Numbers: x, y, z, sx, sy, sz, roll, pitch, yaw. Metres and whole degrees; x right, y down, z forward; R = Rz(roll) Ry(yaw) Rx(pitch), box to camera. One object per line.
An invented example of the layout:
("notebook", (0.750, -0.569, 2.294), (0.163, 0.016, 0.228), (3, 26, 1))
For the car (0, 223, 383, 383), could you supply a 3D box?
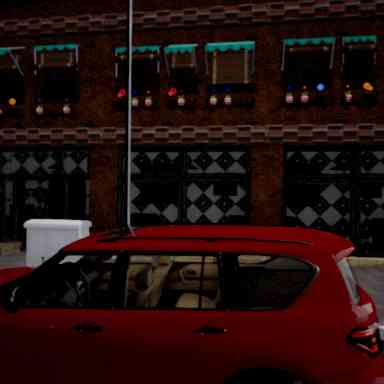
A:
("car", (-0.624, 1.314, 3.717), (5.009, 1.841, 2.192), (0, 1, 8))
